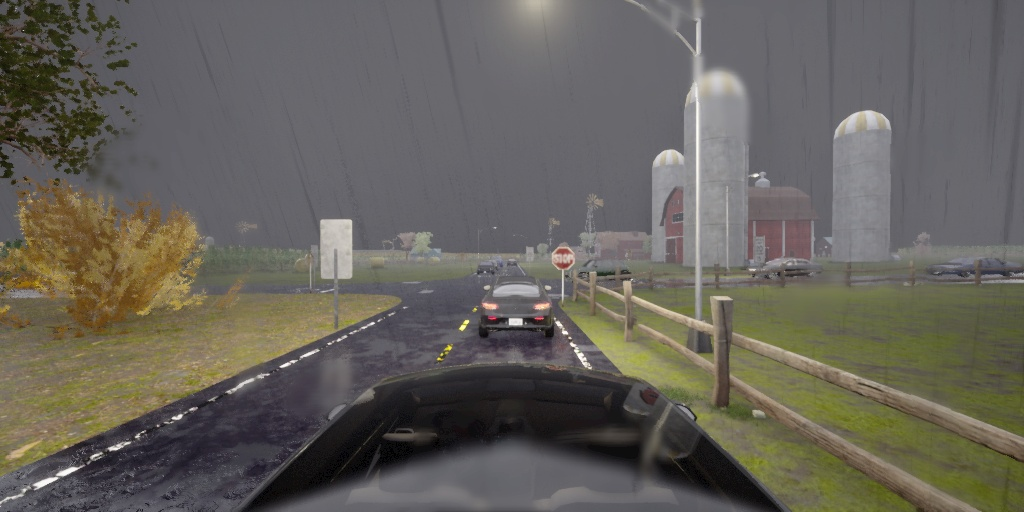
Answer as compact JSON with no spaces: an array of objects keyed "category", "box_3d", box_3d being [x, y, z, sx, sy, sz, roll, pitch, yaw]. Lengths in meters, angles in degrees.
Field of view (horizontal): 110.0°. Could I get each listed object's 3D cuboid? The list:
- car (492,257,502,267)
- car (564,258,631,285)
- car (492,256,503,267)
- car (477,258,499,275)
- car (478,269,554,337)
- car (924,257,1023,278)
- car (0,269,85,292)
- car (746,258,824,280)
[{"category":"car","box_3d":[-2.829,1.270,50.757,1.837,1.490,4.892,0,0,1]},{"category":"car","box_3d":[5.866,1.004,25.064,4.553,1.767,2.097,-2,0,-12]},{"category":"car","box_3d":[-2.801,1.003,64.624,2.150,2.045,5.566,0,0,0]},{"category":"car","box_3d":[-2.844,1.305,40.460,2.033,1.411,5.357,0,0,0]},{"category":"car","box_3d":[0.147,1.274,10.141,1.812,1.442,4.674,0,0,2]},{"category":"car","box_3d":[33.370,0.777,25.981,5.357,1.411,2.033,-1,1,0]},{"category":"car","box_3d":[-33.535,1.681,25.539,5.008,1.535,1.882,-1,1,0]},{"category":"car","box_3d":[19.635,0.915,25.893,4.902,1.511,2.128,-1,1,0]}]
